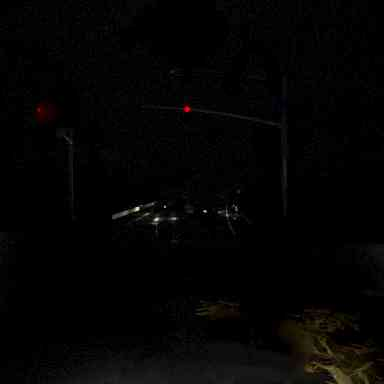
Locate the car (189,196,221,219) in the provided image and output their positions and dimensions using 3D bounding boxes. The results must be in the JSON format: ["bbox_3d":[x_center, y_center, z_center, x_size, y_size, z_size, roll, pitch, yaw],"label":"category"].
[{"bbox_3d":[1.157,1.342,27.418,1.994,1.385,4.181,0,3,5],"label":"car"}]

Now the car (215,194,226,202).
[{"bbox_3d":[4.772,1.106,58.287,1.812,1.442,4.674,0,-2,7],"label":"car"}]

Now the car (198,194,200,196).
[{"bbox_3d":[0.426,0.931,52.683,2.033,1.411,5.357,0,-2,8],"label":"car"}]

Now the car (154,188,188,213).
[{"bbox_3d":[-2.055,0.811,31.541,2.150,2.045,5.566,0,3,6],"label":"car"}]

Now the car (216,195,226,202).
[{"bbox_3d":[5.993,1.356,68.381,1.882,1.535,5.008,0,-1,6],"label":"car"}]

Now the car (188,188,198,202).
[{"bbox_3d":[-0.923,0.516,42.176,2.150,2.045,5.566,0,1,7],"label":"car"}]
